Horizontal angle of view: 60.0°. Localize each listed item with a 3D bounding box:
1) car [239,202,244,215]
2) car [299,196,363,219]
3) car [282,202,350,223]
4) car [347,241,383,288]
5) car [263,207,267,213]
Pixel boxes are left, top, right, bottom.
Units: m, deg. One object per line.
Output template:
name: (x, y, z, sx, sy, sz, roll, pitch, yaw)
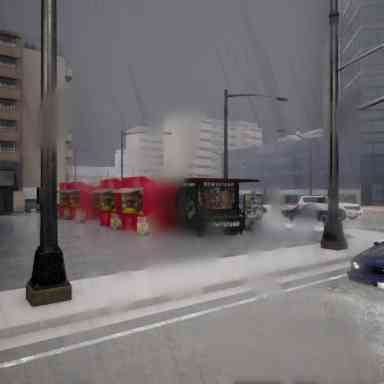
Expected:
car: (3.991, 1.776, 34.490, 2.033, 1.411, 5.357, 0, -1, -37)
car: (12.001, 1.347, 29.421, 2.150, 2.045, 5.566, 0, -1, -36)
car: (9.672, 1.714, 26.691, 1.895, 1.301, 4.718, 0, -1, -37)
car: (6.145, 1.550, 8.415, 5.357, 1.411, 2.033, 0, 0, -36)
car: (5.981, 1.797, 37.712, 2.033, 1.411, 5.357, 0, -1, -36)
